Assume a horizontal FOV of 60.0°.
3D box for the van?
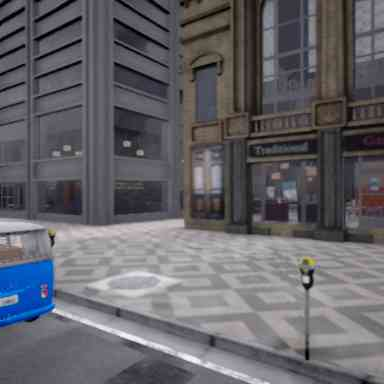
[{"bbox_3d":[-4.179,1.359,5.946,3.998,1.788,1.690,0,0,35],"label":"van"}]
